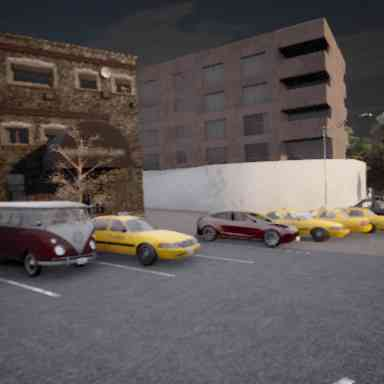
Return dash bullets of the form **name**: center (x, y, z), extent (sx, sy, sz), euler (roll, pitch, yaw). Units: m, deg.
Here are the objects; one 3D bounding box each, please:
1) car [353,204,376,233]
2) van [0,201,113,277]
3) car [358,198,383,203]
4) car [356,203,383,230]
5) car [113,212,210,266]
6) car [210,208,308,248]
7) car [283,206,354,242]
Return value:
- **car**: center (7.175, 1.611, 18.964), extent (5.366, 1.575, 1.946), euler (-1, -1, 34)
- **van**: center (-4.725, 1.273, 10.071), extent (4.442, 1.987, 1.878), euler (-1, -1, 35)
- **car**: center (12.155, 1.449, 22.383), extent (5.566, 2.045, 2.435), euler (-1, -1, 34)
- **car**: center (9.599, 1.651, 20.717), extent (5.366, 1.575, 1.946), euler (-1, -1, 34)
- **car**: center (-2.234, 1.506, 11.772), extent (5.366, 1.575, 1.946), euler (-1, -1, 34)
- **car**: center (2.500, 1.579, 15.349), extent (4.792, 1.488, 2.163), euler (-1, -1, 34)
- **car**: center (5.054, 1.571, 17.007), extent (5.366, 1.575, 1.946), euler (-1, -1, 34)
